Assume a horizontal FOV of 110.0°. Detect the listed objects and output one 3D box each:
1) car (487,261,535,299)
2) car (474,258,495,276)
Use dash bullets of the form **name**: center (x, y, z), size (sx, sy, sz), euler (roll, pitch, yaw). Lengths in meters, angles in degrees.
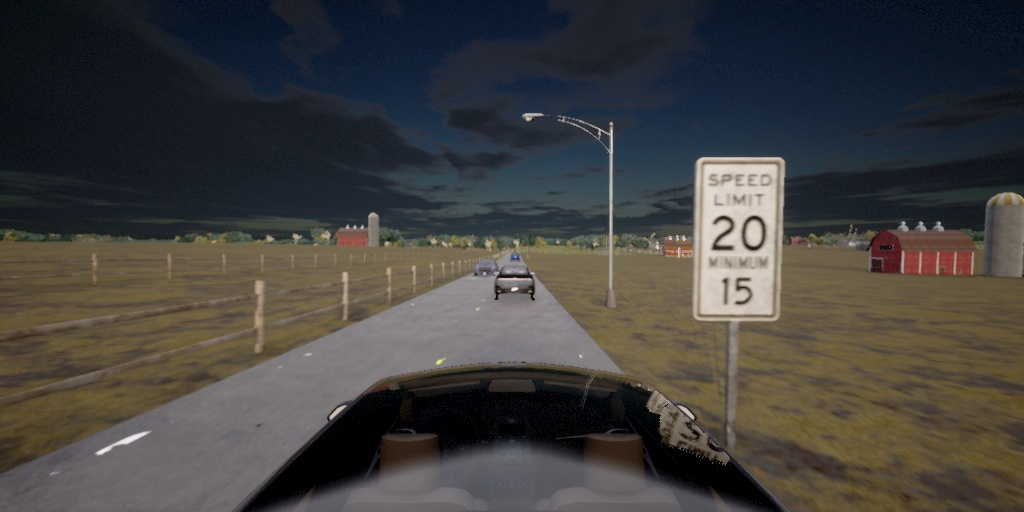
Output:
- **car**: center (0.136, 1.213, 17.788), size (2.128, 1.511, 4.902), euler (0, 0, 1)
- **car**: center (-2.457, 0.988, 34.751), size (2.097, 1.767, 4.553), euler (0, 0, 1)
